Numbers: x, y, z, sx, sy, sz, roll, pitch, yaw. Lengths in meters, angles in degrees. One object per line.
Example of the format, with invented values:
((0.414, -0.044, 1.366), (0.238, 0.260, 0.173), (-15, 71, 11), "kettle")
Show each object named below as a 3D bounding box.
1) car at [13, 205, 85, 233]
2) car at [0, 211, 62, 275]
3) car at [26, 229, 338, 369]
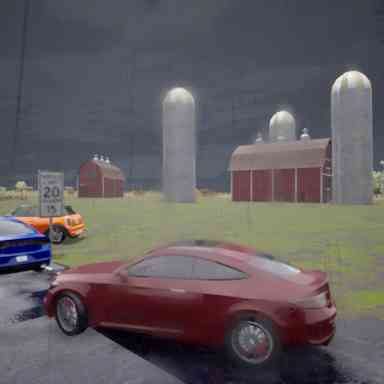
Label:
((-7.488, 1.370, 15.458), (4.553, 1.767, 2.097), (0, 0, 0), "car")
((-6.001, 1.480, 9.822), (5.008, 1.535, 1.882), (0, 0, 42), "car")
((-0.158, 1.530, 5.480), (4.674, 1.442, 1.812), (0, 0, 20), "car")
